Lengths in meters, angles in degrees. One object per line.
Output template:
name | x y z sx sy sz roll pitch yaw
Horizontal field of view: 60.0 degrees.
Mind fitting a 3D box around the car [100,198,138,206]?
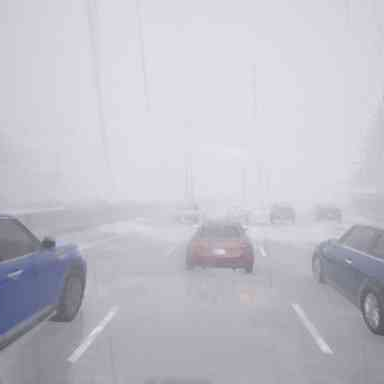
car | -7.983 1.506 38.495 2.033 1.411 5.357 1 0 16

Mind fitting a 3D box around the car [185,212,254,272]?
car | 0.946 1.589 10.992 1.994 1.385 4.181 1 0 6

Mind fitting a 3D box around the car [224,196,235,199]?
car | 8.485 1.673 75.513 2.128 1.511 4.902 1 0 32

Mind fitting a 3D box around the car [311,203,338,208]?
car | 11.063 1.639 27.752 1.882 1.535 5.008 1 0 14

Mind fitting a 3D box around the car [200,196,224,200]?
car | 4.594 1.659 75.818 2.033 1.411 5.357 1 0 30

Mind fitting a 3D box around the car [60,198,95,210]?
car | -14.263 1.455 41.718 1.994 1.385 4.181 1 0 17

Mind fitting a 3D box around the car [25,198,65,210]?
car | -18.083 1.448 41.254 1.895 1.301 4.718 1 0 16

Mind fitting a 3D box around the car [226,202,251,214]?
car | 3.919 1.606 28.012 1.812 1.442 4.674 1 0 13

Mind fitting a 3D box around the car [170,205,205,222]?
car | -0.179 1.632 25.860 1.895 1.301 4.718 1 0 12

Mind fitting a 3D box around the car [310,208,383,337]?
car | 4.043 1.406 6.837 2.097 1.767 4.553 1 0 5

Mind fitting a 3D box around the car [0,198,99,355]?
car | -3.211 1.194 4.053 2.150 2.045 5.566 1 0 4

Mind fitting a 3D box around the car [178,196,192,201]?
car | -1.334 1.586 79.539 2.033 1.411 5.357 1 0 30

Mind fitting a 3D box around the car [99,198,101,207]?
car | -11.391 1.414 39.144 2.128 1.511 4.902 1 0 17

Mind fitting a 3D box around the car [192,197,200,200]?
car | 2.565 1.666 79.249 1.895 1.301 4.718 1 0 32

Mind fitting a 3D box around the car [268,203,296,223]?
car | 7.184 1.607 26.595 2.128 1.511 4.902 1 0 13
